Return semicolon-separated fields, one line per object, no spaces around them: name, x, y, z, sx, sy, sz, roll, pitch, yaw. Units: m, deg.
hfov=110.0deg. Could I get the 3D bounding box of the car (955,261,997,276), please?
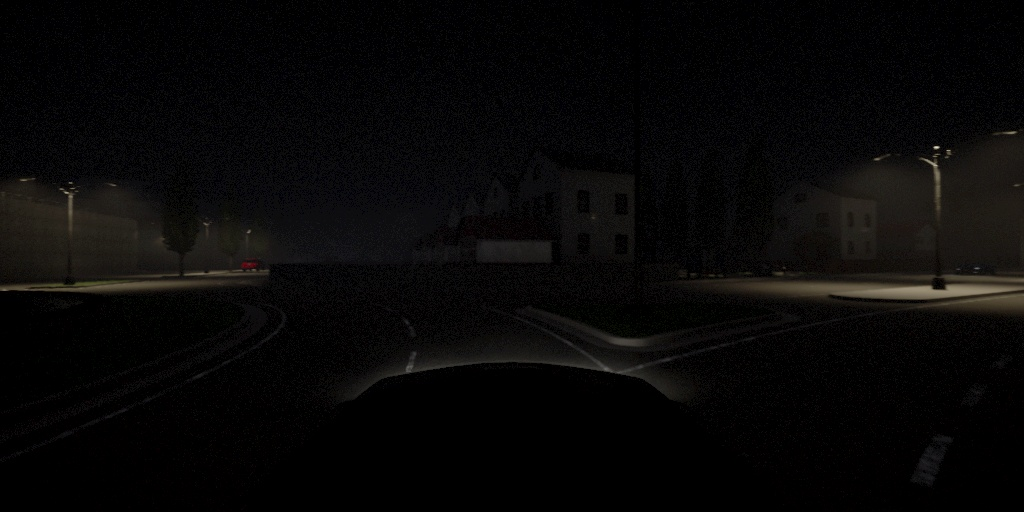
car;50.996;1.315;39.416;5.008;1.535;1.882;0;-1;-23
